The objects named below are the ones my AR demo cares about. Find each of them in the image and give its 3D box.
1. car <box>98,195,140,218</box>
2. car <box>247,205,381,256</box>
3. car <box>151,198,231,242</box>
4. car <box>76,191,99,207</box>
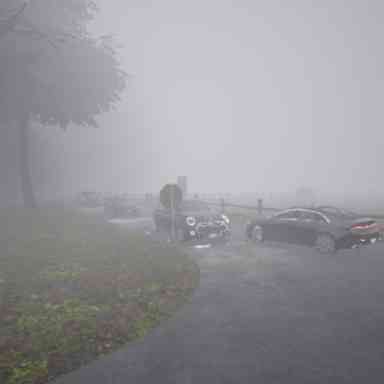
[{"bbox_3d":[-5.433,1.033,25.138,1.837,1.490,4.892,-2,1,-28],"label":"car"},{"bbox_3d":[4.105,1.236,12.106,2.128,1.511,4.902,-4,3,-36],"label":"car"},{"bbox_3d":[-0.186,1.077,14.954,2.097,1.767,4.553,-2,2,-27],"label":"car"},{"bbox_3d":[-11.475,0.677,36.775,2.097,1.767,4.553,-2,2,-27],"label":"car"}]
